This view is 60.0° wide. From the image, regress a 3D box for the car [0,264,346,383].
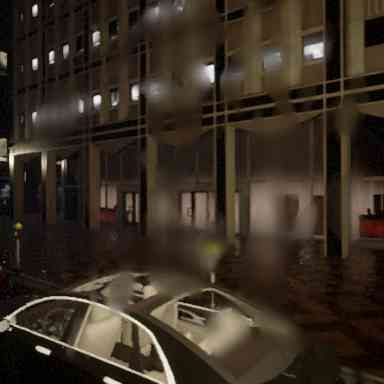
[{"bbox_3d":[-0.787,1.536,3.451,4.403,1.369,2.008,0,0,36],"label":"car"}]
